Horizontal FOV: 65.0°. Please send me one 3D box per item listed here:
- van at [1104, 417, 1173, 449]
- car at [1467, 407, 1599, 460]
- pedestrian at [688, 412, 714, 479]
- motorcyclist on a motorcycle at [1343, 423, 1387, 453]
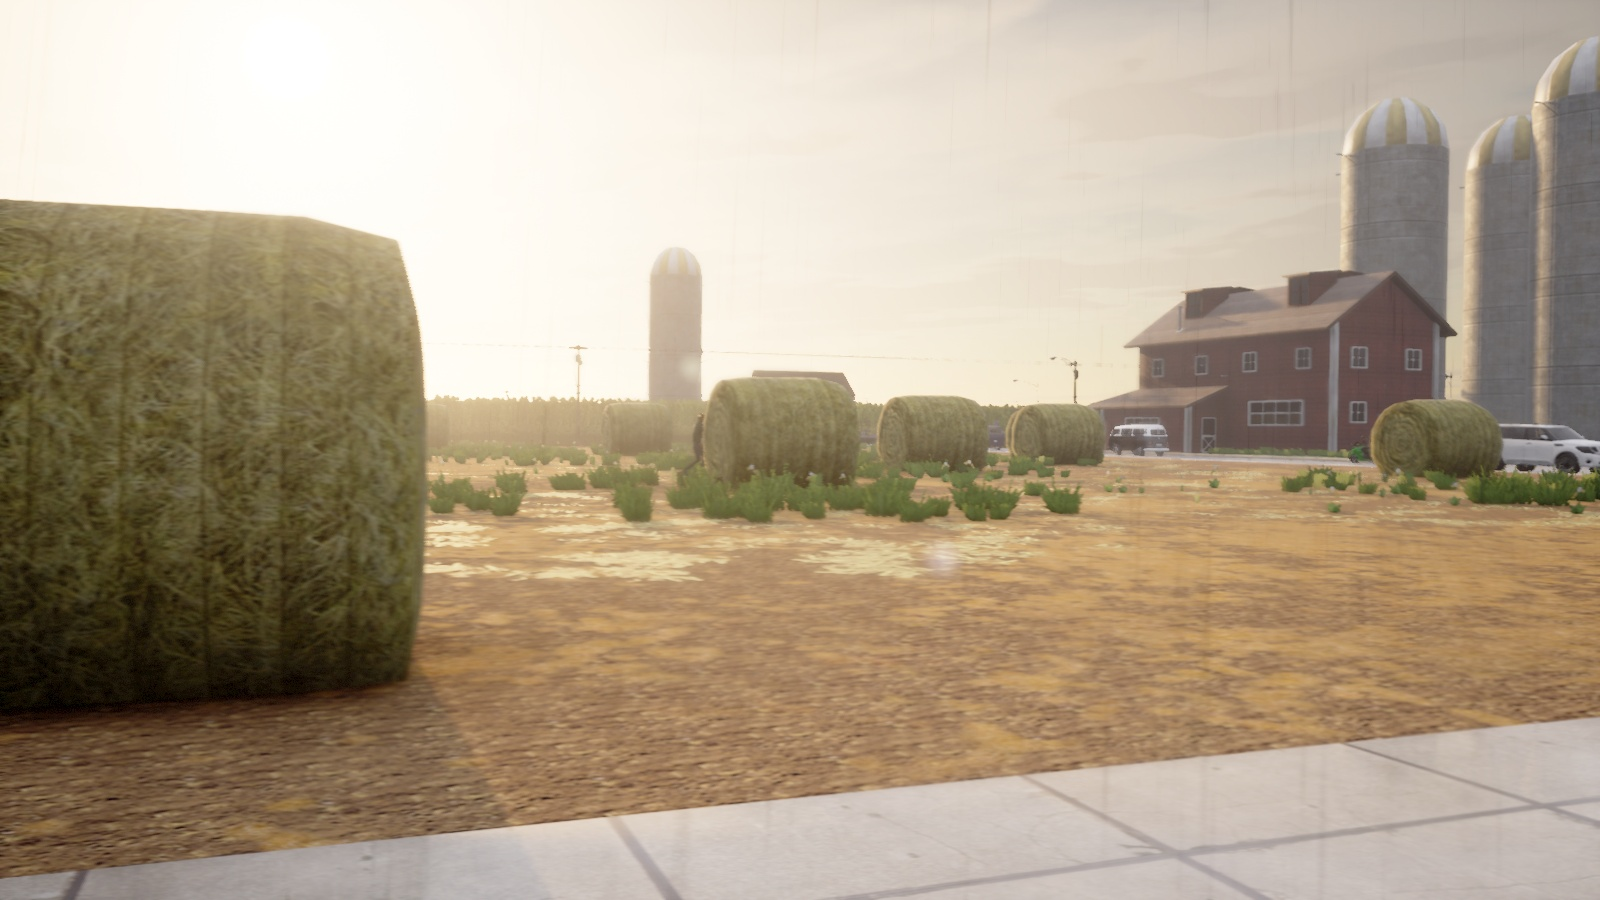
[{"bbox_3d":[22.024,-1.093,81.875,2.069,2.038,4.480,-1,1,-22],"label":"van"},{"bbox_3d":[30.474,-0.702,51.367,2.150,2.045,5.566,-1,2,-22],"label":"car"},{"bbox_3d":[-2.748,-0.123,34.828,0.614,1.847,0.353,0,1,23],"label":"pedestrian"},{"bbox_3d":[28.998,-0.626,64.480,0.797,1.523,2.044,-1,1,-22],"label":"motorcyclist on a motorcycle"}]
